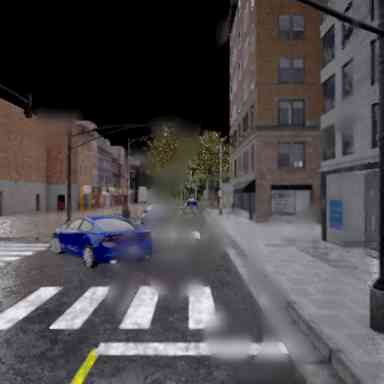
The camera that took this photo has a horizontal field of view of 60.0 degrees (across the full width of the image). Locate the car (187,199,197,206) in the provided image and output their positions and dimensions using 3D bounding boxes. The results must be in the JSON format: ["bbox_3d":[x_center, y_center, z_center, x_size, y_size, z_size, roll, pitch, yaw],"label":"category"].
[{"bbox_3d":[-0.021,2.022,65.579,1.882,1.535,5.008,0,-1,0],"label":"car"}]

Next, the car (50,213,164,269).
[{"bbox_3d":[-3.290,1.554,11.623,1.882,1.535,5.008,2,-2,-40],"label":"car"}]

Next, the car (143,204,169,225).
[{"bbox_3d":[-2.849,1.730,26.413,1.812,1.442,4.674,0,0,1],"label":"car"}]
